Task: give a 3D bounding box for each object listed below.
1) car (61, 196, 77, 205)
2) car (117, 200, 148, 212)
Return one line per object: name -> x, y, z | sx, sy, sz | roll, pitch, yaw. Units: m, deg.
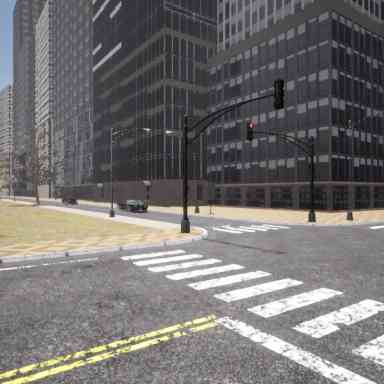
car -> -22.191, 1.509, 60.065 | 1.837, 1.490, 4.892 | 0, 0, -35
car -> -6.935, 1.602, 38.304 | 1.895, 1.301, 4.718 | 0, 0, -35
